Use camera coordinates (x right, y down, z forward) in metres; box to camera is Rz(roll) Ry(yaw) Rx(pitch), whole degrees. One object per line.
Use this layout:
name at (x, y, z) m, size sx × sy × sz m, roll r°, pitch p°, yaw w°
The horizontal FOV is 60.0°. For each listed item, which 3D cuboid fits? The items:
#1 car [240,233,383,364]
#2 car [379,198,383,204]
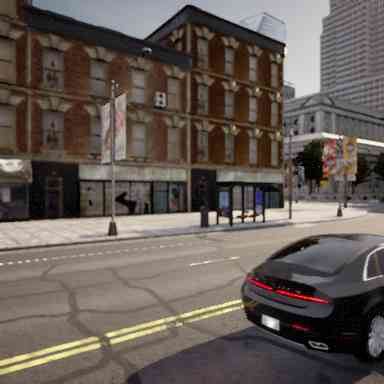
car at (3.028, 1.500, 5.872) m, size 4.892 × 1.490 × 1.837 m, roll 0°, pitch 0°, yaw -35°
car at (36.894, 1.461, 61.527) m, size 2.002 × 1.452 × 4.674 m, roll 0°, pitch 0°, yaw -16°
